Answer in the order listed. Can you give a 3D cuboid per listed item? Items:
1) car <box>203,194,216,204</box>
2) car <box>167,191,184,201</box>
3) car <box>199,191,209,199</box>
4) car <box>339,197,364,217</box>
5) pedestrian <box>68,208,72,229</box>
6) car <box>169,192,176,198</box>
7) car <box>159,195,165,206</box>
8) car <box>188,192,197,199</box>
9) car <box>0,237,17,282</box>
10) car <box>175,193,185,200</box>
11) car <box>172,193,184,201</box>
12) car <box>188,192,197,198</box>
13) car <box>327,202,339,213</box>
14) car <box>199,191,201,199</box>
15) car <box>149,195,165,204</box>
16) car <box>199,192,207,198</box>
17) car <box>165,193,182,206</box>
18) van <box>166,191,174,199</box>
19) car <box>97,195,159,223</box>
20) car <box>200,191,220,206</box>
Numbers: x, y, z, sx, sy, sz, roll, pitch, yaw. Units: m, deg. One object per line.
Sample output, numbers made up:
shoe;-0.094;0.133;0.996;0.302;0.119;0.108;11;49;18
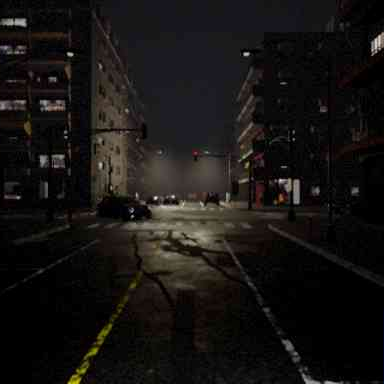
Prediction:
car;2.652;1.066;50.783;1.752;1.417;4.829;1;0;0
car;-2.756;1.017;54.163;1.837;1.490;4.892;0;1;0
car;2.691;0.668;78.410;2.192;1.841;5.009;1;0;0
car;13.778;1.206;24.757;4.403;1.369;2.008;0;-1;0
pedestrian;-6.859;1.504;18.698;0.500;1.100;0.500;1;-1;0
car;-5.176;0.834;89.344;1.752;1.417;4.829;1;0;0
car;-5.237;1.157;45.020;1.947;1.339;4.313;1;1;0
car;0.106;0.841;74.640;1.882;1.535;5.008;0;0;0
car;-5.292;1.517;6.941;1.802;1.307;4.206;1;1;0
car;-2.645;0.911;74.458;2.033;1.411;5.357;0;0;0
car;-2.689;1.001;64.097;1.994;1.385;4.181;0;0;1
car;0.121;0.682;85.065;2.128;1.511;4.902;0;0;0
car;14.891;1.193;30.169;5.008;1.535;1.882;0;-1;0
car;2.662;0.811;56.176;2.192;1.841;5.009;1;0;0
car;-5.229;1.108;50.581;1.947;1.339;4.313;1;1;0
car;2.697;0.770;83.975;1.967;1.590;4.097;1;0;0
car;-2.777;1.153;45.284;1.994;1.385;4.181;0;1;0
van;-5.188;0.694;78.385;1.690;1.788;3.998;1;0;0
car;-4.789;1.095;23.509;4.553;1.767;2.097;2;2;43
car;2.648;0.906;45.052;2.192;1.841;5.009;1;0;0
